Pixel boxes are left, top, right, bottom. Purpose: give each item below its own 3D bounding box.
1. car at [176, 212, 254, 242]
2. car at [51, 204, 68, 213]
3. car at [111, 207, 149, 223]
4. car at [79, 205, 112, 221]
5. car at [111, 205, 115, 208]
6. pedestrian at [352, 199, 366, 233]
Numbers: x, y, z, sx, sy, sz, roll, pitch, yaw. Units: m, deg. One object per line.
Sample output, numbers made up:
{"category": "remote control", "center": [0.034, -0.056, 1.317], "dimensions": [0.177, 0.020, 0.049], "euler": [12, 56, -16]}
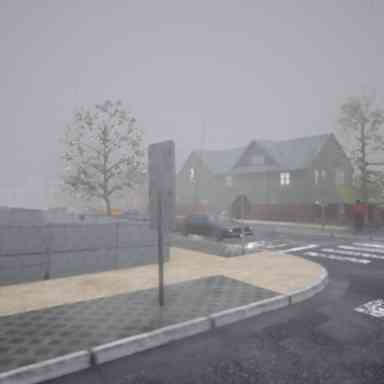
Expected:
{"category": "car", "center": [0.995, 1.854, 18.779], "dimensions": [2.033, 1.411, 5.357], "euler": [-1, -1, -36]}
{"category": "car", "center": [-22.768, 2.799, 56.937], "dimensions": [1.882, 1.535, 5.008], "euler": [-1, -1, -36]}
{"category": "car", "center": [-4.471, 2.093, 26.397], "dimensions": [1.994, 1.385, 4.181], "euler": [-1, -1, -36]}
{"category": "car", "center": [-10.279, 2.329, 34.503], "dimensions": [1.994, 1.385, 4.181], "euler": [-1, -1, -35]}
{"category": "car", "center": [-10.155, 2.285, 39.365], "dimensions": [1.882, 1.535, 5.008], "euler": [-1, -1, -36]}
{"category": "pedestrian", "center": [8.899, 1.221, 17.804], "dimensions": [0.375, 1.860, 0.375], "euler": [-3, 2, -36]}
